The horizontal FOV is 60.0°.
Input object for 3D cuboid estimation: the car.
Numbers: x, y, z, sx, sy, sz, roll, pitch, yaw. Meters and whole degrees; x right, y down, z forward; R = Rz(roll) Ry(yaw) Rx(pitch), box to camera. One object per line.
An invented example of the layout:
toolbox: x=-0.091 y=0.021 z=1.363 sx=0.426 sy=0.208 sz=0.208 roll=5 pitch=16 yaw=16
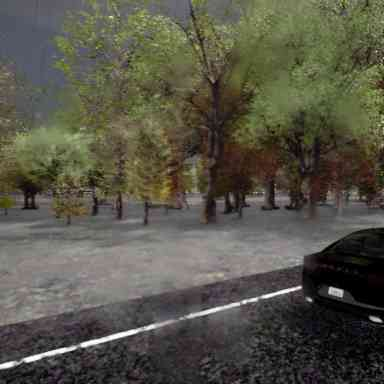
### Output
car: x=4.363 y=1.479 z=6.858 sx=5.008 sy=1.535 sz=1.882 roll=0 pitch=0 yaw=-35
